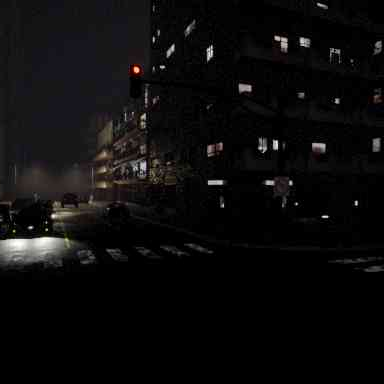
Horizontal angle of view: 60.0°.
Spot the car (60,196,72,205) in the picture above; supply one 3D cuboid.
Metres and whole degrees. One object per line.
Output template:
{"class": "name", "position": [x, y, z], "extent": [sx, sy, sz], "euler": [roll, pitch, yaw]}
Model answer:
{"class": "car", "position": [-22.423, 1.492, 59.294], "extent": [1.812, 1.442, 4.674], "euler": [0, 0, -23]}

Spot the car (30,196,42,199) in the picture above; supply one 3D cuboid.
{"class": "car", "position": [-16.168, 1.470, 36.310], "extent": [2.128, 1.511, 4.902], "euler": [0, 0, -23]}

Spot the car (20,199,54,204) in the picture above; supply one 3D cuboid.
{"class": "car", "position": [-12.313, 1.531, 26.931], "extent": [2.033, 1.411, 5.357], "euler": [0, 0, -22]}

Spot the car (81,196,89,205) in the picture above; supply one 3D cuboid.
{"class": "car", "position": [-19.401, 1.407, 58.744], "extent": [1.967, 1.590, 4.097], "euler": [-1, 0, -23]}

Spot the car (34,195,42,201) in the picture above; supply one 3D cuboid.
{"class": "car", "position": [-40.224, 1.537, 86.809], "extent": [1.802, 1.307, 4.206], "euler": [-1, 0, -23]}

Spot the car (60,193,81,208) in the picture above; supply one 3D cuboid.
{"class": "car", "position": [-17.735, 1.192, 48.093], "extent": [2.150, 2.045, 5.566], "euler": [0, 0, -23]}

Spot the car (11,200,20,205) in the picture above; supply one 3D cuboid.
{"class": "car", "position": [-14.037, 1.552, 24.211], "extent": [1.947, 1.339, 4.313], "euler": [-1, 0, -23]}

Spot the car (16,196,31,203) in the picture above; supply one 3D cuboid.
{"class": "car", "position": [-20.583, 1.522, 39.860], "extent": [1.887, 1.381, 4.507], "euler": [-1, 0, -23]}

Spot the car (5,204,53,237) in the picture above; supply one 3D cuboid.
{"class": "car", "position": [-8.602, 1.553, 17.980], "extent": [1.994, 1.385, 4.181], "euler": [0, 0, -23]}

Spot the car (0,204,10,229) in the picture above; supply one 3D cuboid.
{"class": "car", "position": [-11.789, 1.514, 18.837], "extent": [1.752, 1.417, 4.829], "euler": [-1, 0, -23]}

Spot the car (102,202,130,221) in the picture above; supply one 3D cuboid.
{"class": "car", "position": [-6.306, 1.534, 27.445], "extent": [2.008, 1.369, 4.403], "euler": [-1, 0, -23]}

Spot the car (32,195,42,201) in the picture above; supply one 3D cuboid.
{"class": "car", "position": [-38.042, 1.508, 81.592], "extent": [2.008, 1.369, 4.403], "euler": [-1, 0, -23]}

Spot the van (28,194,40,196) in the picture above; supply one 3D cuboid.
{"class": "van", "position": [-29.316, 1.308, 60.725], "extent": [1.690, 1.788, 3.998], "euler": [-1, 0, -23]}
